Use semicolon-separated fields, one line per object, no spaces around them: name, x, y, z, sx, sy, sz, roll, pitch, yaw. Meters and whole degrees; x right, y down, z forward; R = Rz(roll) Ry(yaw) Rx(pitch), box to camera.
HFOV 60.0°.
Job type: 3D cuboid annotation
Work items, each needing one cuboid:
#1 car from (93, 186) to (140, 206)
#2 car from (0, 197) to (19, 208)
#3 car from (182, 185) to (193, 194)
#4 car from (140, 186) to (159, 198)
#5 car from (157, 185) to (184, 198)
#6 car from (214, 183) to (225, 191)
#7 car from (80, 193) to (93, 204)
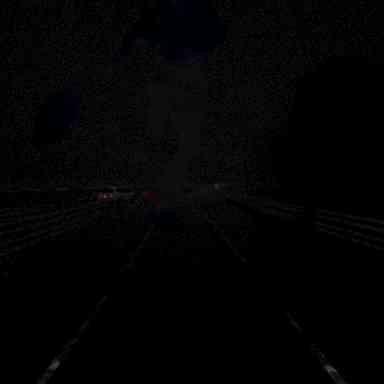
car;-8.371;0.453;37.423;2.150;2.045;5.566;0;2;17
car;-17.871;1.101;30.062;1.994;1.385;4.181;0;2;17
car;-1.134;-0.443;73.948;2.128;1.511;4.902;0;2;17
car;-6.812;0.235;54.906;1.994;1.385;4.181;0;2;17
car;-3.455;0.157;53.916;1.882;1.535;5.008;0;2;17
car;7.373;-1.000;90.231;2.033;1.411;5.357;0;2;17
car;-11.298;0.778;39.859;1.895;1.301;4.718;0;2;17
